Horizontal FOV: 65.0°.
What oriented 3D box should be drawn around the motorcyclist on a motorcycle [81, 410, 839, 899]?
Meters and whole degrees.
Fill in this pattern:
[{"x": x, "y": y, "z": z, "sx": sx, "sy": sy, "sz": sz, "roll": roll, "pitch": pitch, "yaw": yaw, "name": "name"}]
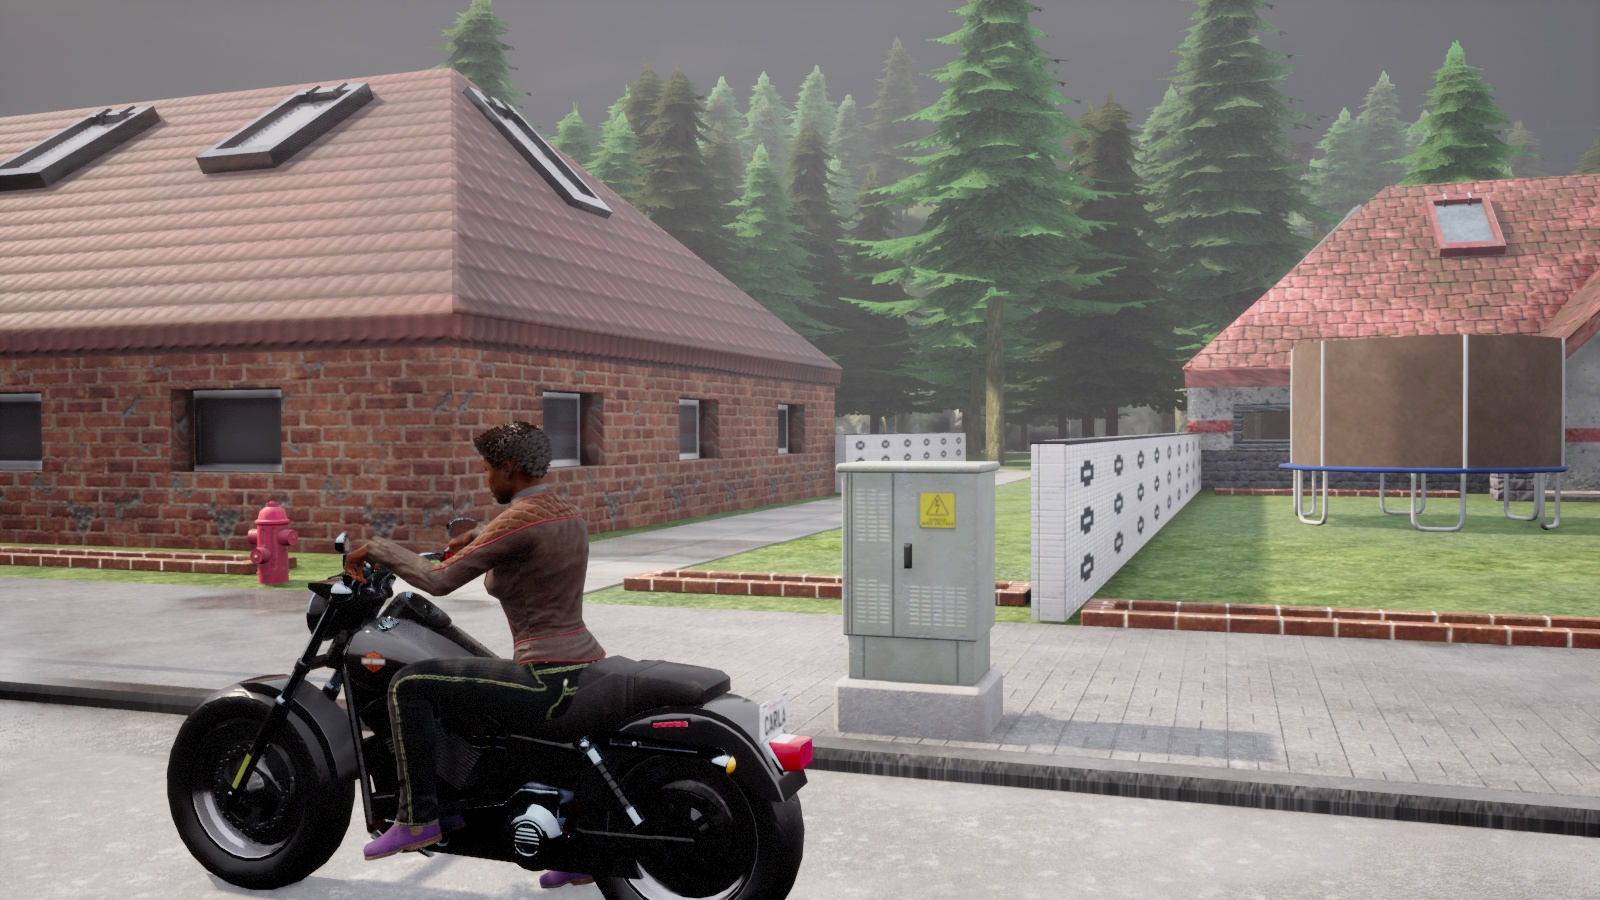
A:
[{"x": -1.109, "y": 0.707, "z": 4.093, "sx": 2.350, "sy": 1.649, "sz": 0.766, "roll": 0, "pitch": 1, "yaw": 19, "name": "motorcyclist on a motorcycle"}]
